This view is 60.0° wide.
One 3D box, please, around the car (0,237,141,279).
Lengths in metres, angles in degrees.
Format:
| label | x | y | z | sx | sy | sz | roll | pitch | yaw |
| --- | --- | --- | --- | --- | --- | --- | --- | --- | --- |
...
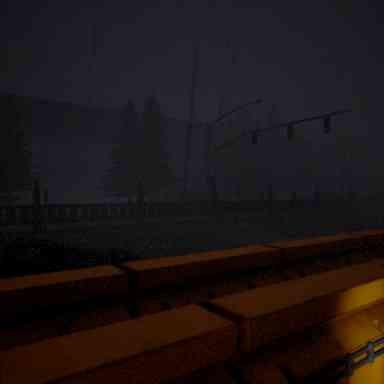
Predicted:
| label | x | y | z | sx | sy | sz | roll | pitch | yaw |
| --- | --- | --- | --- | --- | --- | --- | --- | --- | --- |
| car | -3.458 | 1.548 | 5.823 | 5.357 | 1.411 | 2.033 | 0 | 0 | -35 |
